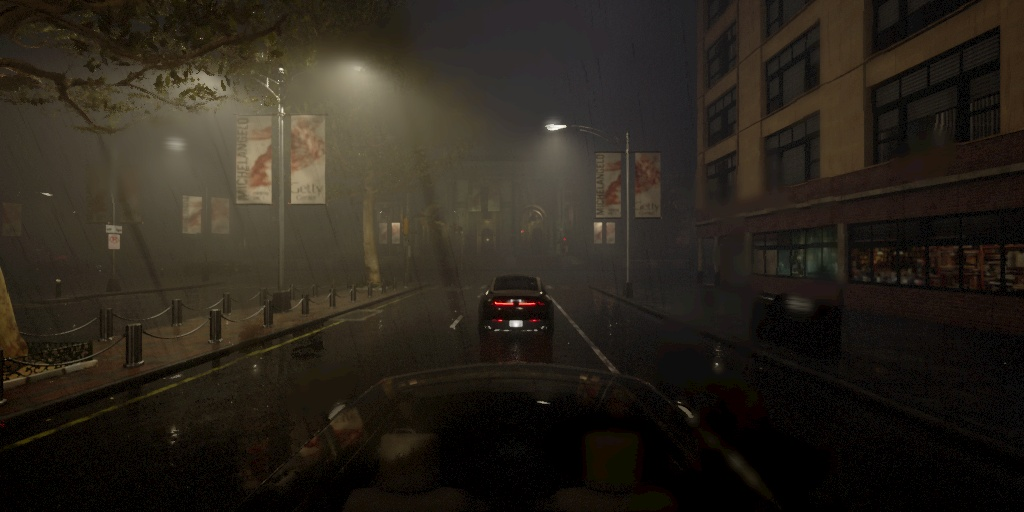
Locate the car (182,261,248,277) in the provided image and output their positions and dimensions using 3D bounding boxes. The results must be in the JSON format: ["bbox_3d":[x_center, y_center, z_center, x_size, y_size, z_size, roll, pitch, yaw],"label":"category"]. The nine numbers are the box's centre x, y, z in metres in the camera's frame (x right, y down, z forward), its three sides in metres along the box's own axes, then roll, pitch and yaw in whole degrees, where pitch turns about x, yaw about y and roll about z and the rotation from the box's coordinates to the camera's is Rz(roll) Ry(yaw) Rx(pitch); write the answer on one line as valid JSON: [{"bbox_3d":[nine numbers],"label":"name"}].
[{"bbox_3d":[-29.066,1.242,34.811,4.902,1.511,2.128,0,0,1],"label":"car"}]

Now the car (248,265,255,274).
[{"bbox_3d":[-30.200,1.255,38.327,4.892,1.490,1.837,0,0,1],"label":"car"}]

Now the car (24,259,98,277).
[{"bbox_3d":[-44.168,1.227,34.946,5.008,1.535,1.882,0,0,0],"label":"car"}]

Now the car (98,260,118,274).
[{"bbox_3d":[-45.261,1.102,38.443,4.553,1.767,2.097,0,0,0],"label":"car"}]

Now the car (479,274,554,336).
[{"bbox_3d":[0.124,1.255,10.385,1.837,1.490,4.892,0,0,1],"label":"car"}]
